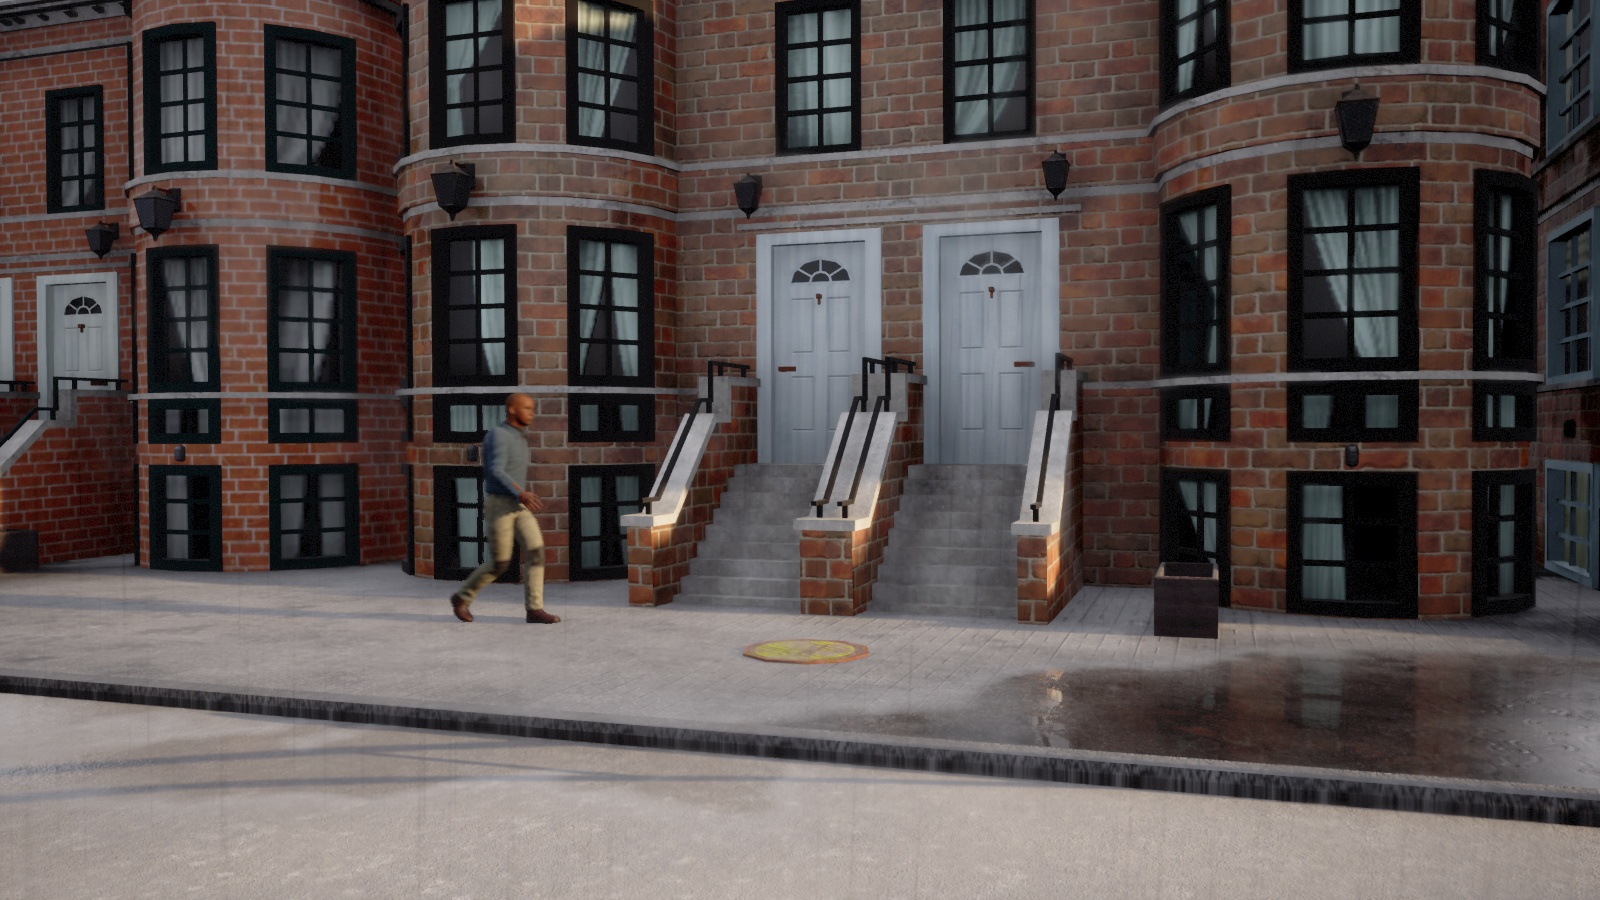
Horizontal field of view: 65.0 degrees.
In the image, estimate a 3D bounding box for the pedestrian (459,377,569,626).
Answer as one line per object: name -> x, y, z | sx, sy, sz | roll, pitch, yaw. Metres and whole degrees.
pedestrian -> -2.176, 0.375, 9.555 | 0.726, 1.835, 0.370 | 1, 1, 19
